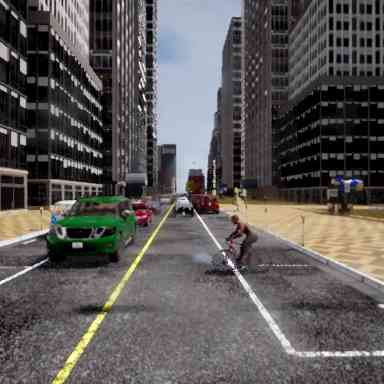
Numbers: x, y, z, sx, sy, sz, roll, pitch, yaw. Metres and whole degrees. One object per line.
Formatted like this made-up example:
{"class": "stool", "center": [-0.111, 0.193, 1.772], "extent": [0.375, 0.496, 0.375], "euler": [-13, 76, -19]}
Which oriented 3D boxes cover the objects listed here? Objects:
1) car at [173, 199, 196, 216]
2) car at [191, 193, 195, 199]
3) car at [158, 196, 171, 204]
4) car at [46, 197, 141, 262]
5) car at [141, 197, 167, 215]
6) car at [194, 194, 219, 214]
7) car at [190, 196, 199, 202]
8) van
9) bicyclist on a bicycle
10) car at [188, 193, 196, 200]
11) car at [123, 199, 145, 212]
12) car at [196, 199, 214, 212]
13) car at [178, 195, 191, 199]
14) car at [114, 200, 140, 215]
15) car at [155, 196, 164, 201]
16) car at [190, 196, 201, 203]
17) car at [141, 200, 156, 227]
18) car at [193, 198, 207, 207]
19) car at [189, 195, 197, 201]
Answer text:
{"class": "car", "center": [-0.854, 1.601, 32.681], "extent": [1.895, 1.301, 4.718], "euler": [0, 0, -2]}
{"class": "car", "center": [1.342, 1.314, 45.846], "extent": [2.192, 1.841, 5.009], "euler": [0, 0, -2]}
{"class": "car", "center": [-4.901, 1.522, 61.593], "extent": [1.812, 1.442, 4.674], "euler": [0, 0, -1]}
{"class": "car", "center": [-3.442, 1.224, 12.513], "extent": [2.150, 2.045, 5.566], "euler": [0, 0, -2]}
{"class": "car", "center": [-4.031, 1.548, 33.899], "extent": [2.033, 1.411, 5.357], "euler": [0, 0, -1]}
{"class": "car", "center": [1.678, 1.315, 34.772], "extent": [2.192, 1.841, 5.009], "euler": [0, 0, -2]}
{"class": "car", "center": [0.495, 1.520, 73.699], "extent": [1.752, 1.417, 4.829], "euler": [0, 0, -2]}
{"class": "van", "center": [-6.193, 1.342, 17.907], "extent": [1.690, 1.788, 3.998], "euler": [0, 0, -2]}
{"class": "bicyclist on a bicycle", "center": [1.368, 1.448, 9.178], "extent": [1.656, 1.620, 0.582], "euler": [-2, 0, -2]}
{"class": "car", "center": [-0.004, 1.307, 90.139], "extent": [2.192, 1.841, 5.009], "euler": [0, 0, -2]}
{"class": "car", "center": [-6.867, 1.551, 40.053], "extent": [2.008, 1.369, 4.403], "euler": [0, 0, -2]}
{"class": "car", "center": [1.509, 1.544, 40.308], "extent": [1.887, 1.381, 4.507], "euler": [0, 0, -2]}
{"class": "car", "center": [-1.338, 1.525, 48.582], "extent": [1.812, 1.442, 4.674], "euler": [0, 0, -2]}
{"class": "car", "center": [-6.699, 1.566, 34.517], "extent": [1.947, 1.339, 4.313], "euler": [0, 0, -2]}
{"class": "car", "center": [-8.213, 1.575, 84.348], "extent": [1.802, 1.307, 4.206], "euler": [0, 0, -2]}
{"class": "car", "center": [0.668, 1.547, 67.993], "extent": [2.008, 1.369, 4.403], "euler": [0, 0, -2]}
{"class": "car", "center": [-3.753, 1.526, 23.005], "extent": [1.812, 1.442, 4.674], "euler": [0, 0, -2]}
{"class": "car", "center": [1.173, 1.564, 51.383], "extent": [1.947, 1.339, 4.313], "euler": [0, 0, -2]}
{"class": "car", "center": [0.163, 1.559, 84.603], "extent": [1.947, 1.339, 4.313], "euler": [0, 0, -2]}
